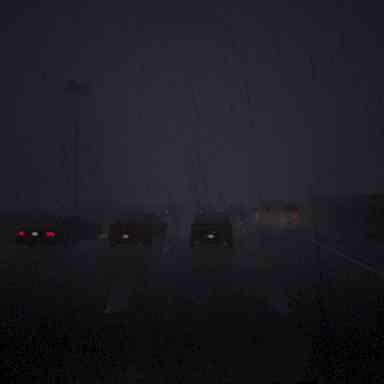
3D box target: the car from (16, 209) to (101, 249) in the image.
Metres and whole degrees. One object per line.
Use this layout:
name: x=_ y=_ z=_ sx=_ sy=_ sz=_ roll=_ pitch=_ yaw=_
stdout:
car: x=-6.061 y=1.777 z=15.911 sx=2.033 sy=1.411 sz=5.357 roll=0 pitch=-1 yaw=6

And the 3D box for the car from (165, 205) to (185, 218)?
car: x=-2.140 y=2.098 z=37.065 sx=1.994 sy=1.385 sz=4.181 roll=0 pitch=-1 yaw=14

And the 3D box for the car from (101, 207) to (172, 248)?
car: x=-2.472 y=1.712 z=16.199 sx=1.882 sy=1.535 sz=5.008 roll=0 pitch=-1 yaw=6

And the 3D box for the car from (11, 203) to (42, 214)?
car: x=-21.999 y=2.164 z=44.764 sx=1.812 sy=1.442 sz=4.674 roll=0 pitch=-1 yaw=16

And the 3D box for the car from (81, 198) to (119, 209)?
car: x=-11.544 y=1.842 z=43.275 sx=2.150 sy=2.045 sz=5.566 roll=0 pitch=-1 yaw=16

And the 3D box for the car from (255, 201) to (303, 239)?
car: x=4.957 y=1.505 z=19.437 sx=2.150 sy=2.045 sz=5.566 roll=0 pitch=-1 yaw=8

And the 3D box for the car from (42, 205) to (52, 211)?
car: x=-17.972 y=2.166 z=46.161 sx=1.837 sy=1.490 sz=4.892 roll=0 pitch=-1 yaw=17

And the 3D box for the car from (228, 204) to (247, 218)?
car: x=4.881 y=2.018 z=36.323 sx=2.128 sy=1.511 sz=4.902 roll=0 pitch=-1 yaw=15

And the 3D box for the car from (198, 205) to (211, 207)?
car: x=1.429 y=2.097 z=36.924 sx=1.994 sy=1.385 sz=4.181 roll=0 pitch=-1 yaw=15

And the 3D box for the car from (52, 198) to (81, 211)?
car: x=-15.143 y=1.843 z=43.410 sx=2.150 sy=2.045 sz=5.566 roll=0 pitch=-1 yaw=16

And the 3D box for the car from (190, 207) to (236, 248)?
car: x=1.044 y=1.713 z=16.217 sx=1.882 sy=1.535 sz=5.008 roll=0 pitch=-1 yaw=6

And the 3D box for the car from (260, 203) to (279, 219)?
car: x=8.531 y=2.033 z=36.404 sx=1.837 sy=1.490 sz=4.892 roll=0 pitch=-1 yaw=15
